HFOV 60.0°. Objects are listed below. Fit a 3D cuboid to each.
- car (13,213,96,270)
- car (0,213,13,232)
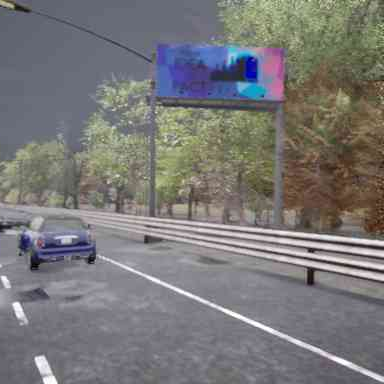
[{"bbox_3d":[-5.240,1.658,12.573,2.097,1.767,4.553,1,-2,-33],"label":"car"},{"bbox_3d":[-13.308,2.191,24.603,1.895,1.301,4.718,1,-2,-33],"label":"car"}]
